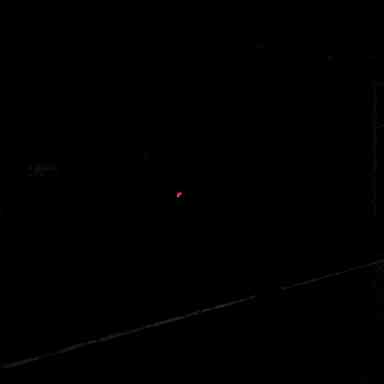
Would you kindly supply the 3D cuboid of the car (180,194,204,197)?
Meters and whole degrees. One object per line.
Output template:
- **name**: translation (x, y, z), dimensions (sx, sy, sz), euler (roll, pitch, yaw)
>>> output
- **car**: translation (0.553, 1.200, 36.788), dimensions (2.150, 2.045, 5.566), euler (0, 0, -37)
